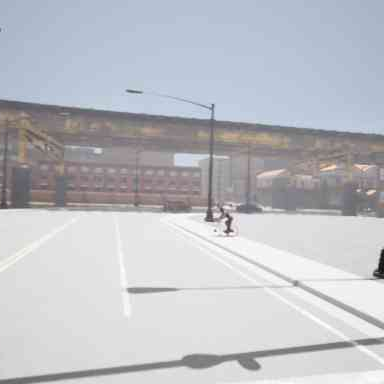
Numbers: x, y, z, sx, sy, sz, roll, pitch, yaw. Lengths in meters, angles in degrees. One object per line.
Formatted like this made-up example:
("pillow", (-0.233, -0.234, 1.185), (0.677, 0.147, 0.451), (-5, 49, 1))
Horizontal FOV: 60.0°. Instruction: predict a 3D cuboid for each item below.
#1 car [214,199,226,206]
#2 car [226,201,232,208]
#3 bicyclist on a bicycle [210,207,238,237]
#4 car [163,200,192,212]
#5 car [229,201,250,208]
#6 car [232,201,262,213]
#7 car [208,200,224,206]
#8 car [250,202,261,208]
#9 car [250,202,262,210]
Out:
("car", (6.808, 2.973, 93.783), (1.853, 1.218, 4.536), (1, -1, 38))
("car", (10.741, 2.986, 75.367), (2.038, 1.542, 4.974), (3, -1, -42))
("bicyclist on a bicycle", (1.763, 1.665, 18.206), (1.656, 1.620, 0.582), (2, -1, -13))
("car", (-2.091, 2.052, 49.186), (2.097, 1.767, 4.553), (1, -1, 43))
("car", (10.711, 2.828, 75.408), (1.853, 1.218, 4.536), (3, -1, -42))
("car", (9.660, 2.734, 56.287), (4.674, 1.442, 1.812), (3, -1, -17))
("car", (6.834, 3.132, 93.822), (2.038, 1.542, 4.974), (1, -1, 38))
("car", (14.216, 2.926, 74.012), (1.853, 1.218, 4.536), (2, -1, 18))
("car", (14.195, 3.082, 73.960), (2.038, 1.542, 4.974), (2, -1, 18))
